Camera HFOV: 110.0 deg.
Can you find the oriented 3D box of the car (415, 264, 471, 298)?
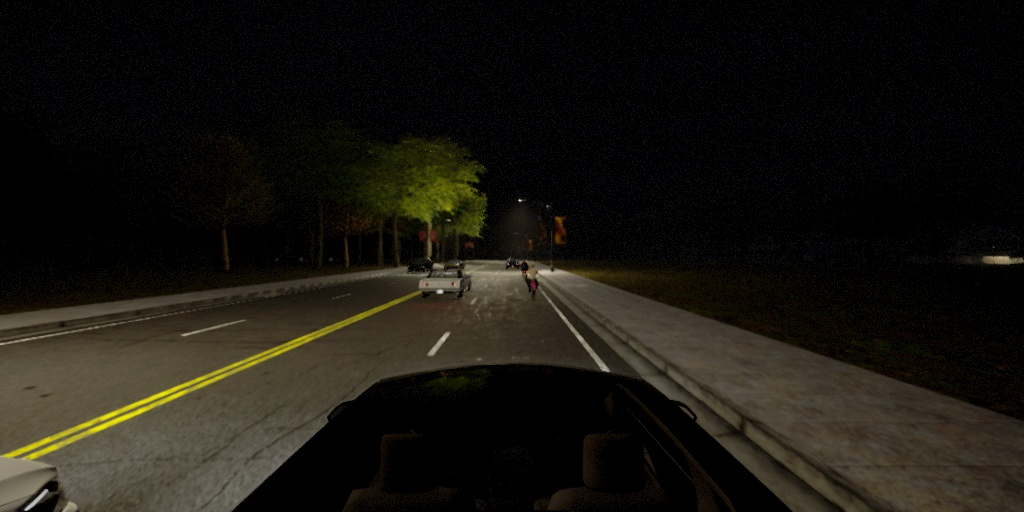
[{"bbox_3d":[-3.158,1.268,17.949,1.895,1.301,4.718,0,0,0],"label":"car"}]

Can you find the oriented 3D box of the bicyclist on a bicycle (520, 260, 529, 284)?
[{"bbox_3d":[0.891,1.084,25.502,0.582,1.620,1.656,0,0,0],"label":"bicyclist on a bicycle"}]

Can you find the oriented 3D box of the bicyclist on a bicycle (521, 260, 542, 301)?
[{"bbox_3d":[0.909,1.115,15.707,0.866,1.612,1.509,0,0,0],"label":"bicyclist on a bicycle"}]

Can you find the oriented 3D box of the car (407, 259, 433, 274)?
[{"bbox_3d":[-9.844,1.044,38.782,1.882,1.535,5.008,0,0,0],"label":"car"}]

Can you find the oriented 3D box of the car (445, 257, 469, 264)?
[{"bbox_3d":[-6.596,1.101,41.344,2.033,1.411,5.357,0,0,0],"label":"car"}]

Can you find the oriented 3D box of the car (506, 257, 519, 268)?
[{"bbox_3d":[0.091,1.108,51.669,1.895,1.301,4.718,0,0,0],"label":"car"}]
